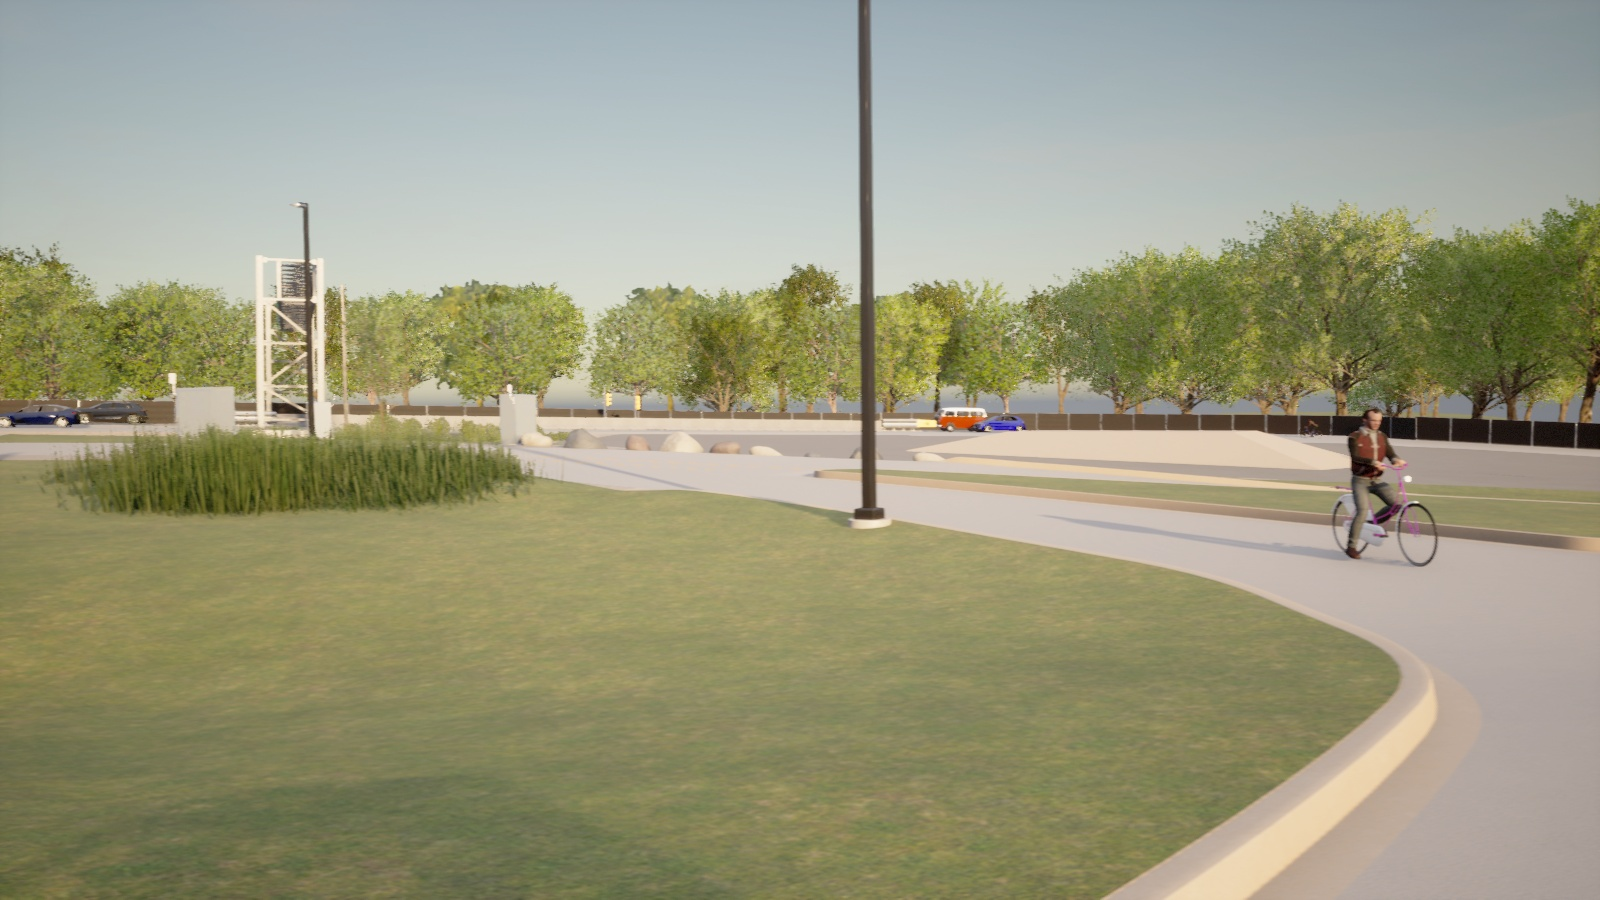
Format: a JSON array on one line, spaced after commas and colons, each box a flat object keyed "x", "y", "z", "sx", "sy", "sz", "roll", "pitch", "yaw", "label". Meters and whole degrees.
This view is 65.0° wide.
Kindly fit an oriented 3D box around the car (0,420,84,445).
[{"x": -47.487, "y": -1.095, "z": 78.205, "sx": 4.792, "sy": 1.488, "sz": 2.163, "roll": -1, "pitch": 2, "yaw": -22, "label": "car"}]

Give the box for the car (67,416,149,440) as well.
[{"x": -47.809, "y": -1.531, "z": 86.762, "sx": 4.856, "sy": 1.649, "sz": 2.033, "roll": -1, "pitch": 1, "yaw": -31, "label": "car"}]

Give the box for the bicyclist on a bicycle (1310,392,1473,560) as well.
[{"x": 6.720, "y": 0.261, "z": 14.378, "sx": 0.659, "sy": 1.776, "sz": 1.843, "roll": -2, "pitch": 2, "yaw": -12, "label": "bicyclist on a bicycle"}]
